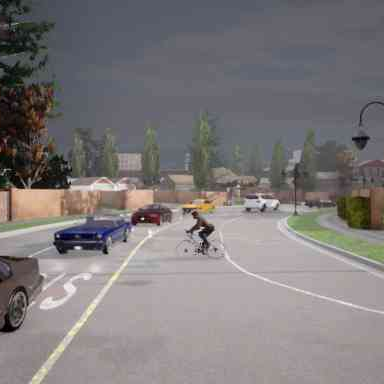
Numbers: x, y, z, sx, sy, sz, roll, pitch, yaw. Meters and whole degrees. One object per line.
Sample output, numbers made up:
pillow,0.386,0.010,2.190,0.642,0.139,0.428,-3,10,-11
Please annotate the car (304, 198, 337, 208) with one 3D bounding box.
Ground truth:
car,18.395,1.547,47.124,5.357,1.411,2.033,0,0,-28

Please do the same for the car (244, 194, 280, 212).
car,8.072,1.208,38.207,2.150,2.045,5.566,0,0,39

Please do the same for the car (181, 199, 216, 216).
car,0.721,1.482,33.394,1.882,1.535,5.008,0,0,28

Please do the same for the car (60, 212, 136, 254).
car,-3.826,1.603,13.588,1.895,1.301,4.718,0,0,2

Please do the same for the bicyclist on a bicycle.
bicyclist on a bicycle,0.281,1.455,11.032,1.656,1.620,0.582,-1,0,-2

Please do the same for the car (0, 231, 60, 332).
car,-3.681,1.548,4.068,2.033,1.411,5.357,0,0,-2

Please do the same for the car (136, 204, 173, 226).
car,-2.746,1.569,23.537,1.994,1.385,4.181,0,0,14
